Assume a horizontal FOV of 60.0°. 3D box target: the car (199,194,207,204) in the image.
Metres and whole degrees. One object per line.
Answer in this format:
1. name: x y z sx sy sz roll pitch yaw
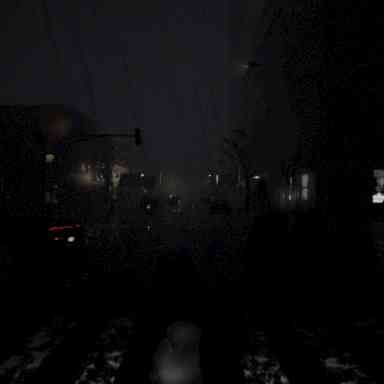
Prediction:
1. car: 2.705 1.490 60.252 1.752 1.417 4.829 1 0 0

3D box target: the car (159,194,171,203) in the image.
1. car: -5.672 1.273 71.163 2.192 1.841 5.009 1 0 0

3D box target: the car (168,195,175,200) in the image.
1. car: -5.674 1.471 93.132 1.752 1.417 4.829 1 0 0

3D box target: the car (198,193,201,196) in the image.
1. car: 2.705 1.500 76.687 1.887 1.381 4.507 1 0 0

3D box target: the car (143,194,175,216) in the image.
1. car: -3.097 1.332 31.832 2.097 1.767 4.553 0 0 0

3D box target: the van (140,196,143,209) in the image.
1. van: -5.674 1.315 43.491 1.690 1.788 3.998 1 0 0

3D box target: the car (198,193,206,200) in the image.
1. car: 2.709 1.261 93.291 2.192 1.841 5.009 1 0 0

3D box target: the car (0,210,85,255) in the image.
1. car: -6.409 1.487 13.232 4.902 1.511 2.128 0 0 32

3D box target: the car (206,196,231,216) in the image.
1. car: 2.704 1.420 32.407 1.967 1.590 4.097 1 0 0

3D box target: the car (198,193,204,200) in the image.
1. car: 2.705 1.486 65.787 1.752 1.417 4.829 1 0 0

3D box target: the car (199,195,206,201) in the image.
1. car: 2.706 1.474 87.926 1.752 1.417 4.829 1 0 0

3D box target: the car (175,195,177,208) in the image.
1. car: -3.076 1.518 48.261 2.033 1.411 5.357 0 0 0

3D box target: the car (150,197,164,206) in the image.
1. car: -5.677 1.549 54.560 1.802 1.307 4.206 1 0 0

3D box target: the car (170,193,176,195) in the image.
1. car: -2.997 1.172 63.931 1.895 1.301 4.718 0 0 0

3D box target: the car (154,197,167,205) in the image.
1. car: -5.676 1.530 60.095 1.947 1.339 4.313 1 0 0
